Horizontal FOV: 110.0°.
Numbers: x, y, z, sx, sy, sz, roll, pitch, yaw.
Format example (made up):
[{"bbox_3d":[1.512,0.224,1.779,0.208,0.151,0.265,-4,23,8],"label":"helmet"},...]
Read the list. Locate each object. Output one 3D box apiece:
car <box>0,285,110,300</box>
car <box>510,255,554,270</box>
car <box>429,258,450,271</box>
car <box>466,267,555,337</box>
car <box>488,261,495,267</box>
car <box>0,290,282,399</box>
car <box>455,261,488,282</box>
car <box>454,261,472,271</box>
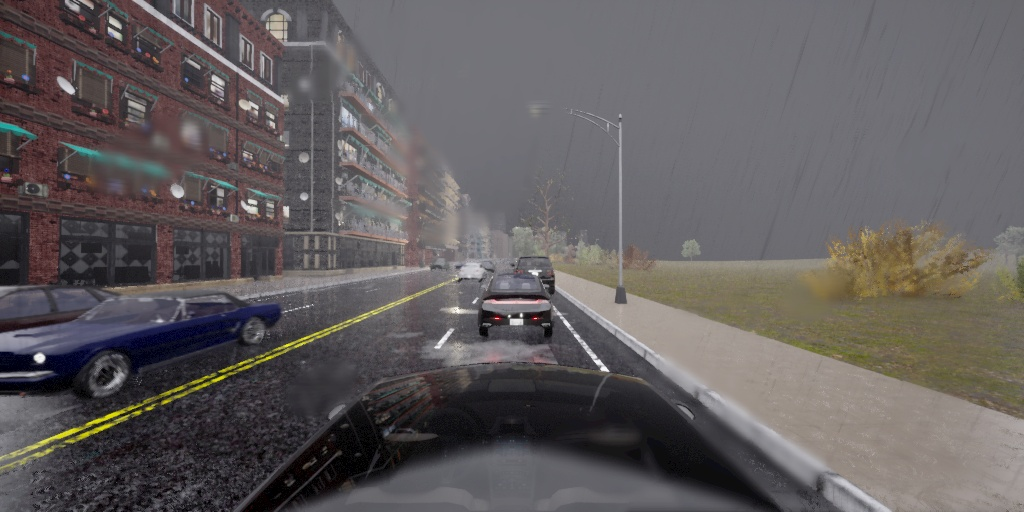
[{"bbox_3d":[-9.851,1.298,6.993,2.033,1.411,5.357,0,0,0],"label":"car"},{"bbox_3d":[1.126,0.977,20.208,2.150,2.045,5.566,0,0,0],"label":"car"},{"bbox_3d":[-9.878,1.103,49.198,2.097,1.767,4.553,0,0,0],"label":"car"},{"bbox_3d":[0.095,1.243,10.338,2.128,1.511,4.902,0,0,0],"label":"car"},{"bbox_3d":[-3.176,1.315,45.021,1.994,1.385,4.181,0,0,0],"label":"car"},{"bbox_3d":[-6.602,1.351,6.601,1.895,1.301,4.718,0,0,0],"label":"car"},{"bbox_3d":[-3.167,1.278,28.833,1.812,1.442,4.674,0,0,0],"label":"car"},{"bbox_3d":[-6.630,1.351,48.966,1.895,1.301,4.718,0,0,0],"label":"car"}]
